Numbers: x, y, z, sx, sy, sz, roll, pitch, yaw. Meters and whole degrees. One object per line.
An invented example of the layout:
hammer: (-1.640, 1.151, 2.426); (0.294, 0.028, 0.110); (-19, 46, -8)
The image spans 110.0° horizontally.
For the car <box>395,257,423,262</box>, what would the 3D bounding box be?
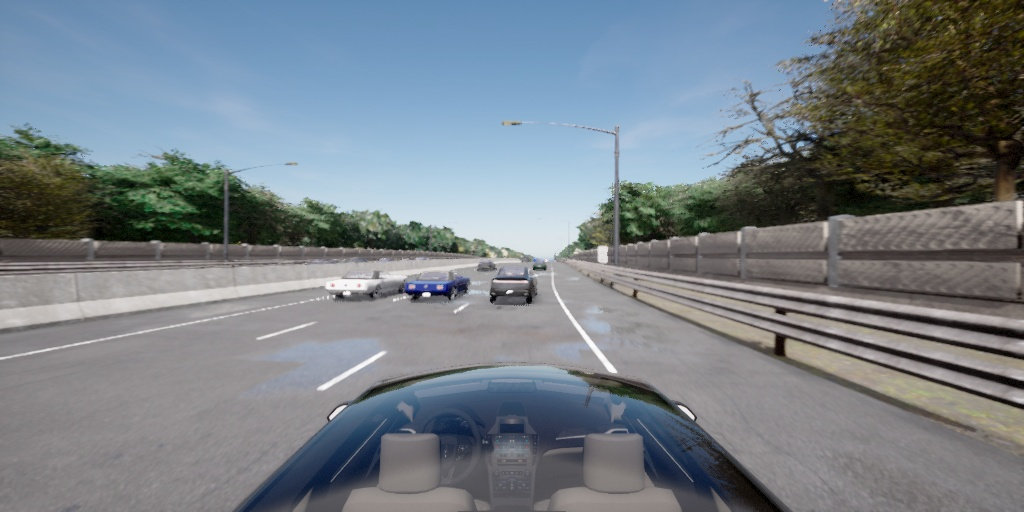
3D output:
car: (-16.495, 1.225, 57.850); (1.895, 1.301, 4.718); (0, 0, 7)

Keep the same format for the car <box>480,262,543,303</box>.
car: (0.161, 1.238, 16.709); (2.128, 1.511, 4.902); (0, 0, 6)

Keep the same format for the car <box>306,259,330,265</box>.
car: (-21.843, 1.097, 41.581); (2.128, 1.511, 4.902); (0, 0, 7)

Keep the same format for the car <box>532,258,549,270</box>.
car: (4.082, 1.314, 52.663); (1.994, 1.385, 4.181); (0, 0, 6)

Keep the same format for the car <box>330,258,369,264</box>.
car: (-18.342, 0.979, 41.414); (2.097, 1.767, 4.553); (0, 0, 7)

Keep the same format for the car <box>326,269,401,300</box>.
car: (-6.796, 1.303, 17.488); (1.895, 1.301, 4.718); (0, 0, 6)

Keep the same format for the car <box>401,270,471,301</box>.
car: (-3.316, 1.325, 17.107); (1.895, 1.301, 4.718); (0, 0, 6)

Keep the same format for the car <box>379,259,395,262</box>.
car: (-20.072, 1.151, 57.364); (2.033, 1.411, 5.357); (0, 0, 7)

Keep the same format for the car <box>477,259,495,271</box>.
car: (-3.412, 1.201, 48.508); (2.128, 1.511, 4.902); (0, 0, 6)
